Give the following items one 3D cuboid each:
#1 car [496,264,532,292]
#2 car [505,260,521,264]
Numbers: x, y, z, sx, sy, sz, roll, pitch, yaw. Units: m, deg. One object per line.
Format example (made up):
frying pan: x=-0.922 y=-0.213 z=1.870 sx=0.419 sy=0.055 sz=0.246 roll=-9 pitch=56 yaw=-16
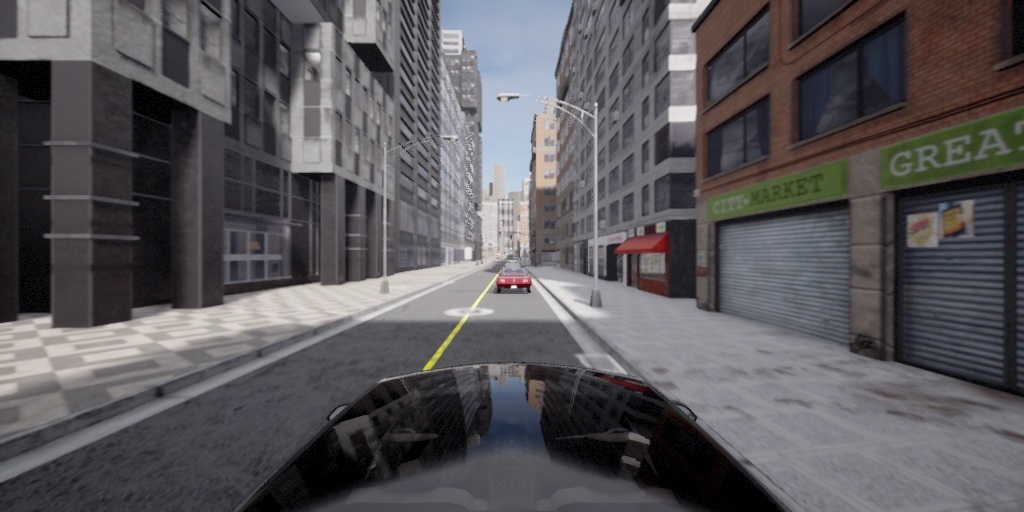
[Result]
car: x=0.107 y=1.336 z=20.958 sx=1.895 sy=1.301 sz=4.718 roll=0 pitch=0 yaw=0
car: x=0.112 y=1.240 z=43.336 sx=1.812 sy=1.442 sz=4.674 roll=0 pitch=0 yaw=0
